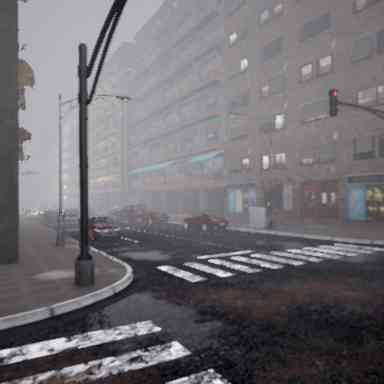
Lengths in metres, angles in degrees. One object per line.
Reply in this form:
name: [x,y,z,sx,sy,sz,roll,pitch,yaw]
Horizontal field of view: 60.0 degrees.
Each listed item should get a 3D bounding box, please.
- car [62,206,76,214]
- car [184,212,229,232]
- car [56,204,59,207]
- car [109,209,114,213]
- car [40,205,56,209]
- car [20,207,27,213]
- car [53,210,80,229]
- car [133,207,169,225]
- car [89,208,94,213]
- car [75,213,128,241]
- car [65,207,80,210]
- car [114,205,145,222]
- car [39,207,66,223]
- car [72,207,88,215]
car: [-26.802,3.881,72.203,2.008,1.369,4.403,-1,-1,-30]
car: [0.965,2.146,24.914,1.887,1.381,4.507,-1,-1,-30]
car: [-35.390,4.186,86.865,2.192,1.841,5.009,-1,-1,-30]
car: [-9.602,2.805,42.910,2.008,1.369,4.403,-1,-1,-30]
car: [-35.834,4.249,82.604,1.895,1.301,4.718,0,-2,-30]
car: [-42.290,4.351,83.079,1.967,1.590,4.097,-1,-1,-30]
car: [-10.826,2.526,29.498,1.802,1.307,4.206,-1,-1,-30]
car: [-3.869,2.444,33.146,1.887,1.381,4.507,-1,-1,-30]
car: [-18.202,3.356,57.556,1.947,1.339,4.313,-1,-1,-30]
car: [-5.800,2.216,20.938,1.802,1.307,4.206,-1,-1,-30]
car: [-14.991,2.873,41.537,2.033,1.411,5.357,0,-2,-30]
car: [-6.743,2.392,38.033,2.192,1.841,5.009,-1,-1,-30]
car: [-16.547,2.864,39.240,1.947,1.339,4.313,-1,-1,-30]
car: [-21.069,3.515,62.439,1.887,1.381,4.507,-1,-1,-30]
